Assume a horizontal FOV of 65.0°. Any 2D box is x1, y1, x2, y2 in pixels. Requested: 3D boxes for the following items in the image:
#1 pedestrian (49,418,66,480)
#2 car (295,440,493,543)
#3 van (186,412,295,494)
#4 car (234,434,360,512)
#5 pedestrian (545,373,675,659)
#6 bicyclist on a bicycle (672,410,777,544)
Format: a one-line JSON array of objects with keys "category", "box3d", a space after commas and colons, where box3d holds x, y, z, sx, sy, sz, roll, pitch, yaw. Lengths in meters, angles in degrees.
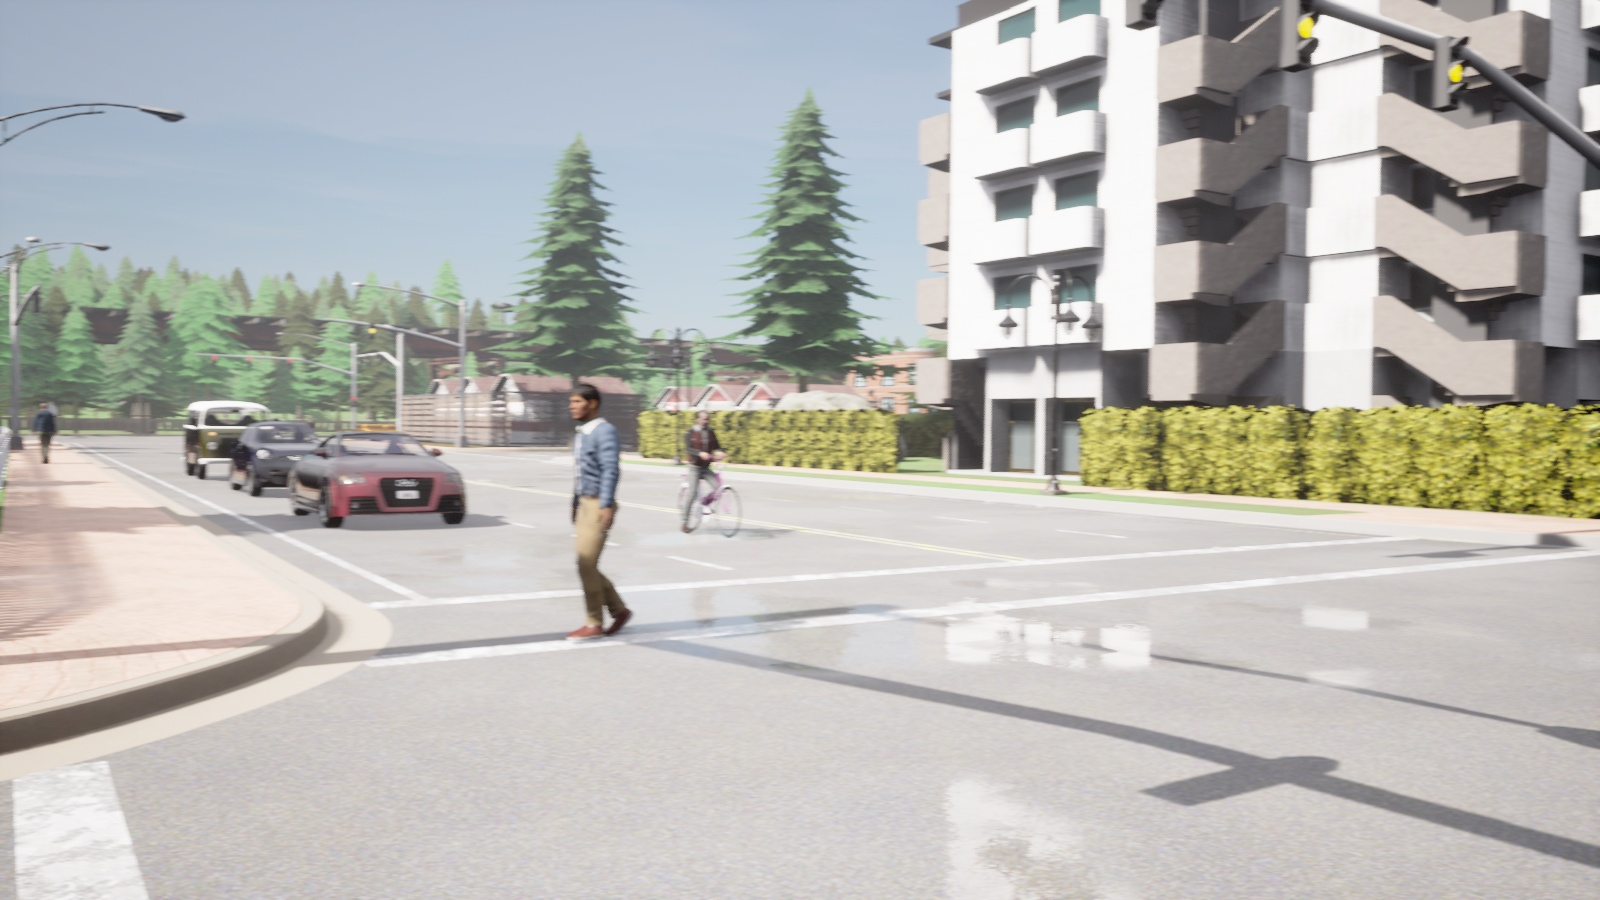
[{"category": "pedestrian", "box3d": [-22.197, -0.035, 37.524, 0.402, 1.842, 0.726, -1, 1, -32]}, {"category": "car", "box3d": [-6.460, 0.553, 19.676, 1.994, 1.385, 4.181, -1, 1, -32]}, {"category": "van", "box3d": [-14.958, 0.037, 33.435, 2.069, 2.038, 4.480, -1, 1, -31]}, {"category": "car", "box3d": [-10.633, 0.417, 26.435, 1.845, 1.501, 3.633, -1, 1, -32]}, {"category": "pedestrian", "box3d": [-1.343, 0.441, 8.911, 0.788, 1.949, 0.423, -1, 1, -30]}, {"category": "bicyclist on a bicycle", "box3d": [-1.088, 0.346, 17.628, 0.659, 1.776, 1.843, -1, 1, -32]}]
